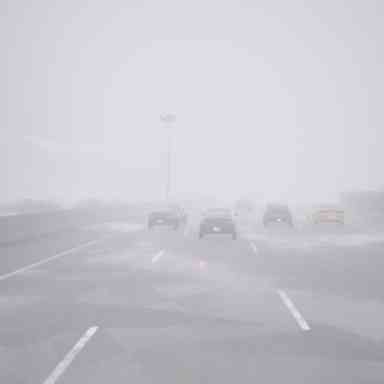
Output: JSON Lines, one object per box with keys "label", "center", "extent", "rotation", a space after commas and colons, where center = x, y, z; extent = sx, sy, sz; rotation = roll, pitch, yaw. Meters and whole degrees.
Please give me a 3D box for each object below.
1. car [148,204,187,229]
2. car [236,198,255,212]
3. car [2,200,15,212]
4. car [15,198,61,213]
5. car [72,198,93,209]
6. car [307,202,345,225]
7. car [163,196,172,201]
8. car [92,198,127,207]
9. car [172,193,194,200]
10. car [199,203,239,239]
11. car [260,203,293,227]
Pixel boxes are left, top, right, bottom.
{"label": "car", "center": [-1.511, 1.522, 21.443], "extent": [1.812, 1.442, 4.674], "rotation": [0, 0, 9]}
{"label": "car", "center": [6.228, 1.525, 39.309], "extent": [1.837, 1.490, 4.892], "rotation": [0, 0, 16]}
{"label": "car", "center": [-19.608, 1.469, 38.439], "extent": [1.812, 1.442, 4.674], "rotation": [0, 0, 14]}
{"label": "car", "center": [-16.538, 1.553, 36.381], "extent": [1.895, 1.301, 4.718], "rotation": [0, 0, 14]}
{"label": "car", "center": [-12.135, 1.470, 39.345], "extent": [1.837, 1.490, 4.892], "rotation": [0, 0, 15]}
{"label": "car", "center": [9.662, 1.508, 24.347], "extent": [1.882, 1.535, 5.008], "rotation": [0, 0, 11]}
{"label": "car", "center": [-4.701, 1.539, 76.729], "extent": [1.895, 1.301, 4.718], "rotation": [0, 0, 28]}
{"label": "car", "center": [-8.949, 1.501, 37.785], "extent": [1.812, 1.442, 4.674], "rotation": [0, 0, 15]}
{"label": "car", "center": [-1.652, 1.183, 75.009], "extent": [2.150, 2.045, 5.566], "rotation": [0, 0, 28]}
{"label": "car", "center": [1.424, 1.531, 17.464], "extent": [1.812, 1.442, 4.674], "rotation": [0, 0, 7]}
{"label": "car", "center": [5.933, 1.524, 23.395], "extent": [1.837, 1.490, 4.892], "rotation": [0, 0, 10]}
